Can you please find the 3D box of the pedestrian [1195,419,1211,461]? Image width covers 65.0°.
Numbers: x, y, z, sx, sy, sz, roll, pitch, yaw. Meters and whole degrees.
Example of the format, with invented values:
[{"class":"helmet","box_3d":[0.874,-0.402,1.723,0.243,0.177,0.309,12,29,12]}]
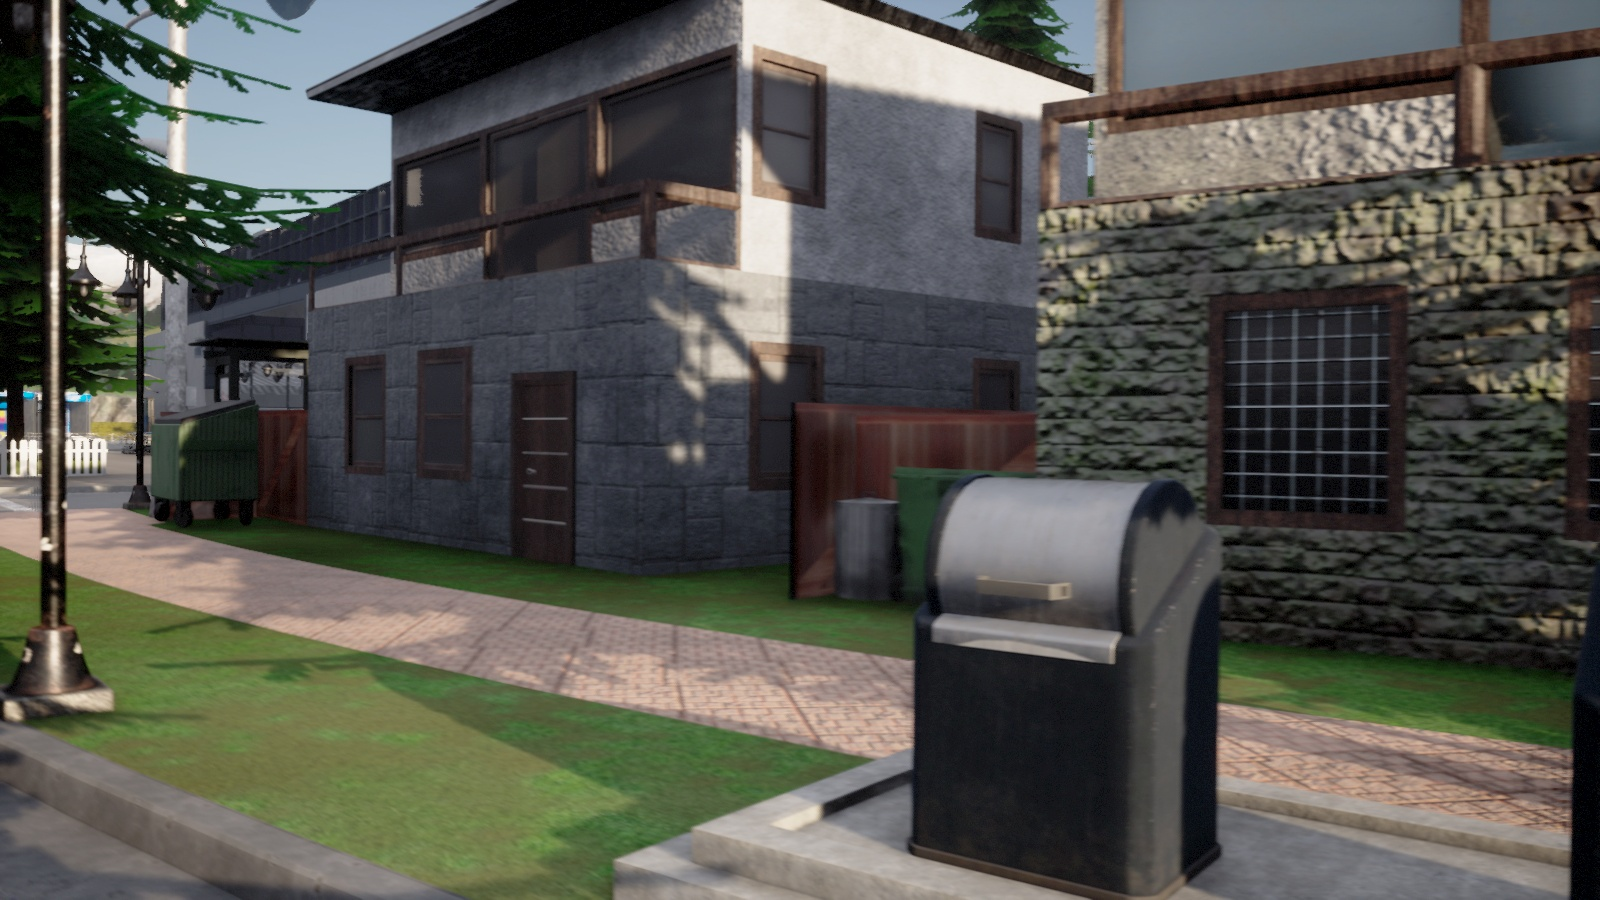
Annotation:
[{"class":"pedestrian","box_3d":[17.642,-0.452,54.977,0.634,1.846,0.331,-1,1,-39]}]
